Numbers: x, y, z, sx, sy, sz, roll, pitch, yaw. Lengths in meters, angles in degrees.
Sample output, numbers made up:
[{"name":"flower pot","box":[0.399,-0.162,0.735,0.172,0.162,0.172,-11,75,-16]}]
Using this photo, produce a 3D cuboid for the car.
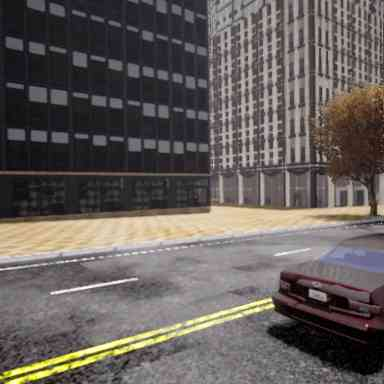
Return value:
[{"name":"car","box":[3.860,1.516,6.229,5.357,1.411,2.033,0,0,-35]}]
